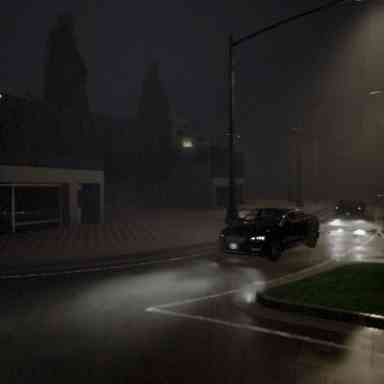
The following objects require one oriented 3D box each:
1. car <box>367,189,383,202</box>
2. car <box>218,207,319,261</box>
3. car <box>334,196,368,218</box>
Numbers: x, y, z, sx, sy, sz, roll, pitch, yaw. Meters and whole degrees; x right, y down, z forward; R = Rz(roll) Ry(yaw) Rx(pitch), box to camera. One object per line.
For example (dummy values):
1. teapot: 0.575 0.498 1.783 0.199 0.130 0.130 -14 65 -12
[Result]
1. car: 27.499 0.643 49.311 1.837 1.490 4.892 0 1 8
2. car: 2.852 1.305 11.698 2.128 1.511 4.902 0 1 42
3. car: 11.933 1.164 25.107 1.895 1.301 4.718 0 1 29
